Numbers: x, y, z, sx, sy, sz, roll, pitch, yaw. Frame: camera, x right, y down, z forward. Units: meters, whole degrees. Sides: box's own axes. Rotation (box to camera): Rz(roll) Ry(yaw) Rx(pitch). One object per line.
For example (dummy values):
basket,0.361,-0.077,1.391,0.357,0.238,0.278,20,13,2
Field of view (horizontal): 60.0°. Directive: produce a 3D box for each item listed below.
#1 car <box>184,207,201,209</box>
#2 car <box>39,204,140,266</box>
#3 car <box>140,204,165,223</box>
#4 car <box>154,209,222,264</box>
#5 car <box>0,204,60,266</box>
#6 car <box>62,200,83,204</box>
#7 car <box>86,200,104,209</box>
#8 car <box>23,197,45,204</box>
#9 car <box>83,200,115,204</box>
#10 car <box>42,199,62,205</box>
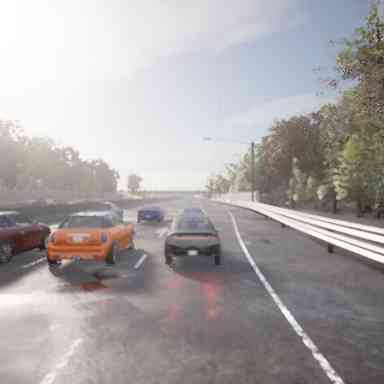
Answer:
car,0.022,1.813,25.196,2.033,1.411,5.357,0,-1,1
car,-3.457,1.479,12.247,2.097,1.767,4.553,0,-1,0
car,-3.450,1.780,28.563,1.882,1.535,5.008,0,0,0
car,0.043,1.620,12.319,2.128,1.511,4.902,0,-1,0
car,-6.957,1.479,12.248,2.097,1.767,4.553,0,-1,0
car,-21.035,2.157,60.089,2.128,1.511,4.902,0,-1,1
car,-17.539,2.168,60.192,1.837,1.490,4.892,0,-1,1
car,-28.026,1.877,59.463,2.150,2.045,5.566,0,-1,0
car,-6.961,1.639,27.261,2.097,1.767,4.553,0,-1,0
car,-24.525,2.261,59.932,1.895,1.301,4.718,0,-1,0
